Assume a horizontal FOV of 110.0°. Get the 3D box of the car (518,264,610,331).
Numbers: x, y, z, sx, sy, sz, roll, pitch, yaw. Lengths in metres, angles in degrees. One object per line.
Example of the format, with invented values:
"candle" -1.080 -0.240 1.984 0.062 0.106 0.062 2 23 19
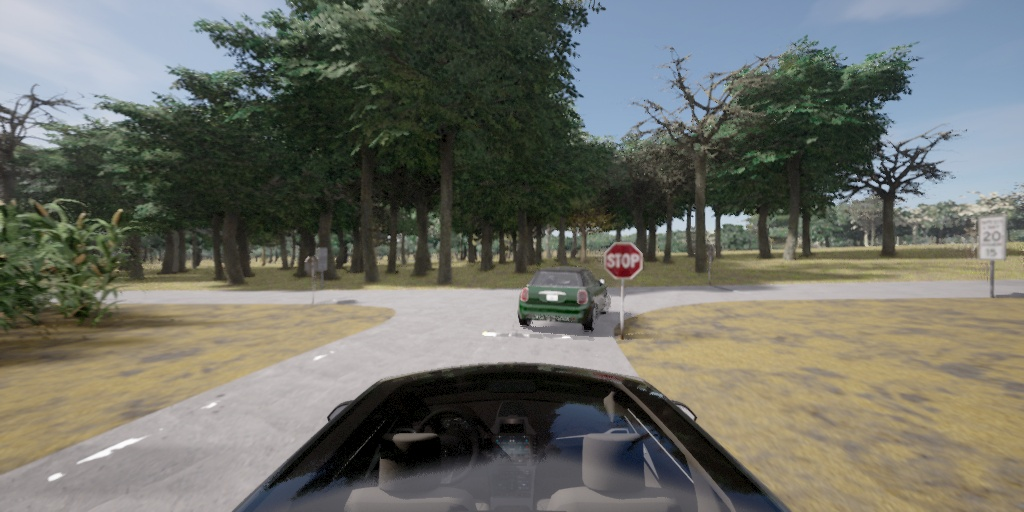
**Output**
"car" 1.815 1.126 11.448 2.097 1.767 4.553 0 0 21
